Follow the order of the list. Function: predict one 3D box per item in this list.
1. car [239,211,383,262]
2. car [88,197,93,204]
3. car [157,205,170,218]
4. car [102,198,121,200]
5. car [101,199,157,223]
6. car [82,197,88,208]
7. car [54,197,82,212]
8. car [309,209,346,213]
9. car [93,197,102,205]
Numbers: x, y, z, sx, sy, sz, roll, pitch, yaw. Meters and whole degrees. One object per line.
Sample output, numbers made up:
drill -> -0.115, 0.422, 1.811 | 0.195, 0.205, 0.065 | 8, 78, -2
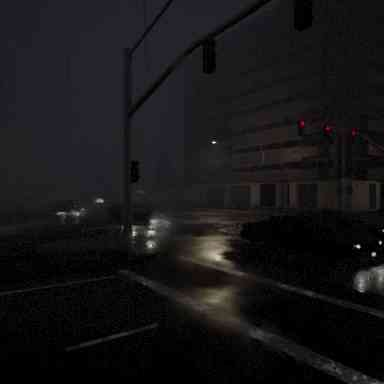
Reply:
car -> 4.165, 1.573, 12.611 | 2.033, 1.411, 5.357 | 0, 0, -36
car -> -19.939, 1.547, 58.931 | 2.128, 1.511, 4.902 | 0, 0, -35
car -> -4.077, 1.603, 30.236 | 2.033, 1.411, 5.357 | 0, 0, -35
car -> -12.714, 1.656, 54.812 | 1.895, 1.301, 4.718 | 0, 0, -36
car -> -4.916, 1.533, 25.377 | 1.882, 1.535, 5.008 | 0, 0, -35
car -> -17.311, 1.581, 48.946 | 1.812, 1.442, 4.674 | 0, 0, -35
car -> -15.120, 1.559, 39.749 | 1.837, 1.490, 4.892 | 0, 0, -35
car -> 6.738, 1.580, 16.377 | 5.357, 1.411, 2.033 | 0, 0, 42
car -> -17.988, 1.581, 62.237 | 1.812, 1.442, 4.674 | 0, 0, -34
